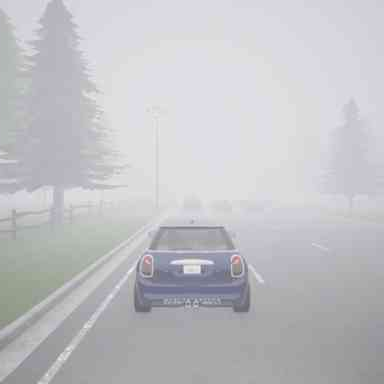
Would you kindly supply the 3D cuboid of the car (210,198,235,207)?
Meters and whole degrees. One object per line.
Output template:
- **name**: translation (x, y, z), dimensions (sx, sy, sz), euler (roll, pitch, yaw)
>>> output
- **car**: translation (3.511, 1.564, 38.908), dimensions (1.994, 1.385, 4.181), euler (0, 0, 0)

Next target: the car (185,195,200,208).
- **car**: translation (0.014, 1.352, 48.883), dimensions (2.097, 1.767, 4.553), euler (0, 0, 0)

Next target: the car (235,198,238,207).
- **car**: translation (7.014, 1.564, 48.911), dimensions (1.994, 1.385, 4.181), euler (0, 0, 0)

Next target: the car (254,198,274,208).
- **car**: translation (10.514, 1.564, 48.910), dimensions (1.994, 1.385, 4.181), euler (0, 0, 0)

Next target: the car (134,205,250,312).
- **car**: translation (0.002, 1.352, 7.842), dimensions (2.097, 1.767, 4.553), euler (0, 0, 0)

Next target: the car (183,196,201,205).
- **car**: translation (0.011, 1.352, 38.879), dimensions (2.097, 1.767, 4.553), euler (0, 0, 0)

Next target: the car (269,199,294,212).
- **car**: translation (10.511, 1.526, 38.906), dimensions (1.812, 1.442, 4.674), euler (0, 0, 0)

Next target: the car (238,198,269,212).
- **car**: translation (7.011, 1.547, 38.491), dimensions (2.033, 1.411, 5.357), euler (0, 0, 0)
